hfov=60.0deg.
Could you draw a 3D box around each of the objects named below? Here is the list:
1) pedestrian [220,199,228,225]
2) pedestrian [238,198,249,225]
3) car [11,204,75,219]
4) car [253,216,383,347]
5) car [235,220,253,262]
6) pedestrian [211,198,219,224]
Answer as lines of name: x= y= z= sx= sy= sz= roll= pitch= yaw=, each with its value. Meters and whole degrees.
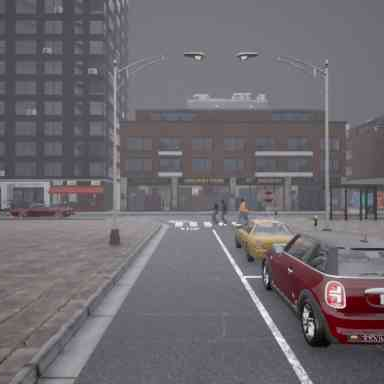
pedestrian: x=2.170 y=1.303 z=22.318 sx=0.375 sy=1.860 sz=0.375 roll=0 pitch=0 yaw=0
pedestrian: x=3.351 y=1.303 z=21.661 sx=0.375 sy=1.860 sz=0.375 roll=0 pitch=0 yaw=0
car: x=-12.297 y=1.618 z=27.755 sx=4.718 sy=1.301 sz=1.895 roll=0 pitch=0 yaw=0
car: x=2.609 y=1.442 z=6.328 sx=1.967 sy=1.590 sz=4.097 roll=0 pitch=0 yaw=0
car: x=2.576 y=1.530 z=11.935 sx=1.752 sy=1.417 sz=4.829 roll=0 pitch=0 yaw=0
pedestrian: x=1.581 y=1.297 z=22.850 sx=0.375 sy=1.860 sz=0.375 roll=0 pitch=0 yaw=0
